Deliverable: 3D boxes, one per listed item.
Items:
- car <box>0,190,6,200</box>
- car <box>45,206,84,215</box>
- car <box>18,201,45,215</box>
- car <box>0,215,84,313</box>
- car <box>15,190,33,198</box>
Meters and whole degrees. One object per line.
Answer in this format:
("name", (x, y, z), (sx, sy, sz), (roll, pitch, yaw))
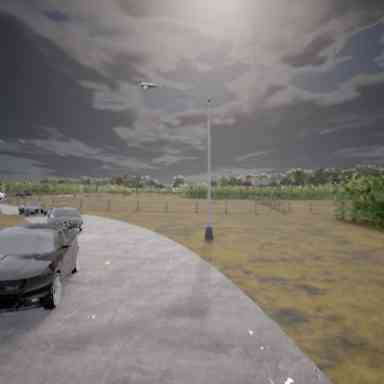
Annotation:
("car", (-40.365, 0.591, 69.560), (2.150, 2.045, 5.566), (0, 1, -17))
("car", (-8.089, 1.665, 21.151), (1.837, 1.490, 4.892), (0, 0, -26))
("car", (-15.730, 1.642, 32.992), (1.994, 1.385, 4.181), (1, 0, -40))
("car", (-3.917, 1.559, 8.035), (1.882, 1.535, 5.008), (0, -1, -12))
("car", (-42.852, 0.427, 84.805), (2.150, 2.045, 5.566), (0, 1, 1))
